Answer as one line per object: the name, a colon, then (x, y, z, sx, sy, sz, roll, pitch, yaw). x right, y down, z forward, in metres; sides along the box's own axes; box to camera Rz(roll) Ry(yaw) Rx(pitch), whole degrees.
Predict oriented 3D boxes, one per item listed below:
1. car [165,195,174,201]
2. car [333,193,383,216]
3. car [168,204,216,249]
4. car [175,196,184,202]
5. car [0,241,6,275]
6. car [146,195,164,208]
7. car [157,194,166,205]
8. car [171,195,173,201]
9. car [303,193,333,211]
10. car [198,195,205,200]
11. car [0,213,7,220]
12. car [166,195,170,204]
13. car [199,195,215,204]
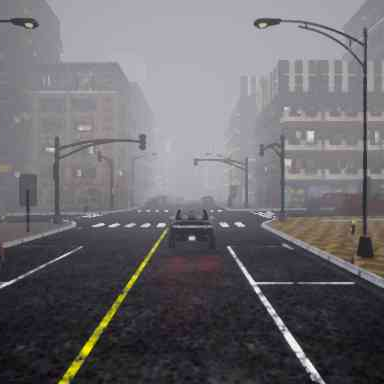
car: (-5.692, 1.480, 83.347, 1.967, 1.590, 4.097, 0, 0, 0)
car: (14.693, 1.028, 27.190, 5.009, 1.841, 2.192, -1, 1, 0)
car: (0.000, 1.495, 14.650, 2.128, 1.511, 4.902, 0, 0, 0)
car: (-3.001, 1.578, 79.090, 1.895, 1.301, 4.718, 0, 0, 0)
car: (-5.742, 1.580, 7.228, 1.802, 1.307, 4.206, 0, 0, 0)
car: (-5.692, 1.579, 49.252, 1.947, 1.339, 4.313, 0, 0, 0)
car: (-5.692, 1.542, 54.765, 1.752, 1.417, 4.829, 0, 0, 0)
car: (-5.692, 1.469, 71.982, 1.967, 1.590, 4.097, 0, 0, 0)
car: (14.558, 1.014, 35.568, 5.009, 1.841, 2.192, -1, 1, 0)
car: (2.688, 1.602, 94.713, 2.008, 1.369, 4.403, 0, 0, 0)
car: (-17.643, 1.834, 26.912, 4.829, 1.417, 1.752, -1, 1, 0)
car: (-5.692, 1.336, 60.617, 2.192, 1.841, 5.009, 0, 0, 0)
car: (2.688, 1.457, 54.937, 1.967, 1.590, 4.097, 0, 0, 0)
